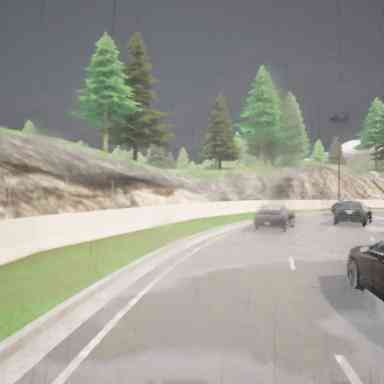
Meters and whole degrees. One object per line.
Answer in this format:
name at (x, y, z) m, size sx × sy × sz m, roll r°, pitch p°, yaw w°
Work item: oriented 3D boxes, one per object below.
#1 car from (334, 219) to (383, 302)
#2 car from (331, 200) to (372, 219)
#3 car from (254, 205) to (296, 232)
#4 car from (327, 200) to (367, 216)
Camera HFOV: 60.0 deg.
car at (4.440, 1.530, 6.179) m, size 2.128 × 1.511 × 4.902 m, roll 0°, pitch 0°, yaw 9°
car at (11.956, 1.456, 24.533) m, size 2.097 × 1.767 × 4.553 m, roll 1°, pitch 0°, yaw 34°
car at (5.197, 1.538, 20.497) m, size 2.128 × 1.511 × 4.902 m, roll 0°, pitch 0°, yaw 26°
car at (16.512, 1.635, 35.235) m, size 4.902 × 1.511 × 2.128 m, roll 0°, pitch 0°, yaw -42°
